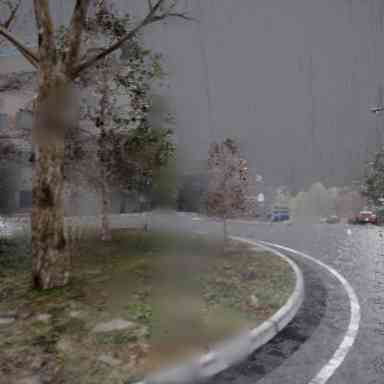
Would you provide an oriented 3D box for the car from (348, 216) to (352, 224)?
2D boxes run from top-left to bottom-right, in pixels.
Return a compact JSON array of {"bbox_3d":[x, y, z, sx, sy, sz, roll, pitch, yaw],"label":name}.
[{"bbox_3d":[21.578,3.572,42.806,2.033,1.411,5.357,1,-5,24],"label":"car"}]

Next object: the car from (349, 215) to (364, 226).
[{"bbox_3d":[25.775,4.440,52.137,1.882,1.535,5.008,1,-5,24],"label":"car"}]

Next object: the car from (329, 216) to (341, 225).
[{"bbox_3d":[27.128,5.363,63.003,1.837,1.490,4.892,1,-5,24],"label":"car"}]

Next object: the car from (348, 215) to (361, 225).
[{"bbox_3d":[30.081,5.255,61.644,2.097,1.767,4.553,1,-5,24],"label":"car"}]

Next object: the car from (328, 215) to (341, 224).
[{"bbox_3d":[22.931,4.477,53.611,1.812,1.442,4.674,0,-5,25],"label":"car"}]

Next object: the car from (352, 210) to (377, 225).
[{"bbox_3d":[16.968,2.520,32.563,1.812,1.442,4.674,0,-5,25],"label":"car"}]
